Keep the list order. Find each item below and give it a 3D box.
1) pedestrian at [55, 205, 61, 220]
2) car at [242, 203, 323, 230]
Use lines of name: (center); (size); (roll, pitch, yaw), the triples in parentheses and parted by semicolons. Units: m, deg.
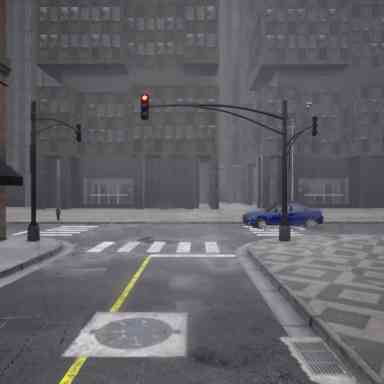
pedestrian: (-9.825, 1.532, 24.453); (0.500, 1.100, 0.500); (0, 0, 1)
car: (5.619, 1.467, 20.814); (5.008, 1.535, 1.882); (0, 0, -6)
